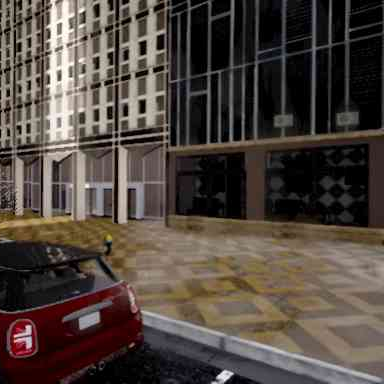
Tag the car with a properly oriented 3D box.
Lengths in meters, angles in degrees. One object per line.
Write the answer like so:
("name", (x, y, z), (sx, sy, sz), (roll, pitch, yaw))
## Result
("car", (-2.709, 1.436, 4.796), (4.097, 1.590, 1.967), (0, 1, 35))
